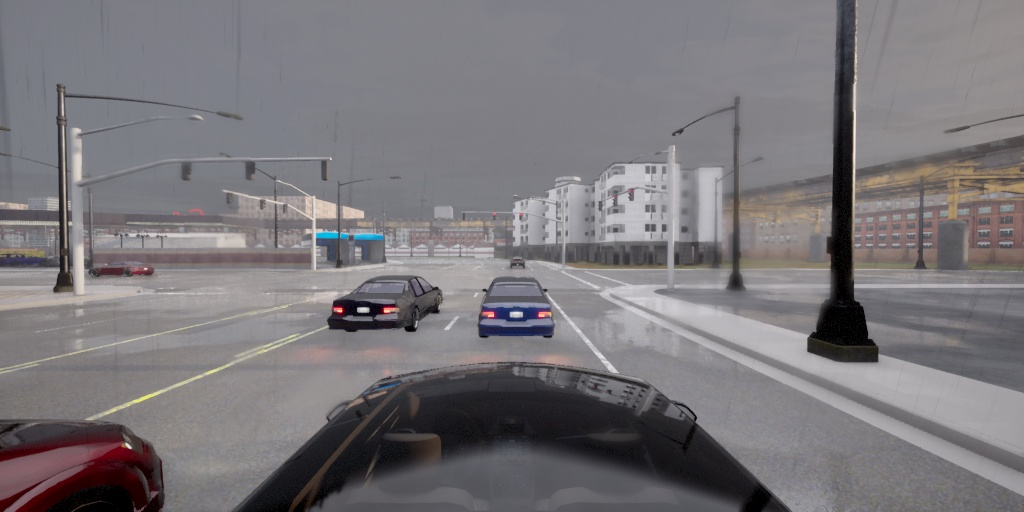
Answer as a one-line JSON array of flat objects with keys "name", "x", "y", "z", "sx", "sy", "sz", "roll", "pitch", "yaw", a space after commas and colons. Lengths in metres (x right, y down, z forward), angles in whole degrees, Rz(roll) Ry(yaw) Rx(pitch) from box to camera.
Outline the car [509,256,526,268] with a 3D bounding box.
[{"name": "car", "x": 0.707, "y": 0.771, "z": 46.128, "sx": 1.837, "sy": 1.490, "sz": 4.892, "roll": 0, "pitch": 1, "yaw": 0}]

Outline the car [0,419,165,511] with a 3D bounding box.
[{"name": "car", "x": -3.395, "y": 1.314, "z": 0.719, "sx": 1.994, "sy": 1.385, "sz": 4.181, "roll": 0, "pitch": 0, "yaw": 0}]

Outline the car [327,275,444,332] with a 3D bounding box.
[{"name": "car", "x": -3.406, "y": 1.274, "z": 10.716, "sx": 2.033, "sy": 1.411, "sz": 5.357, "roll": 0, "pitch": 0, "yaw": 0}]

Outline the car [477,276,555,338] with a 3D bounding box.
[{"name": "car", "x": 0.090, "y": 1.279, "z": 10.114, "sx": 2.033, "sy": 1.411, "sz": 5.357, "roll": 0, "pitch": 0, "yaw": 0}]

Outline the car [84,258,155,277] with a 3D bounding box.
[{"name": "car", "x": -33.688, "y": 1.084, "z": 30.964, "sx": 4.181, "sy": 1.385, "sz": 1.994, "roll": 0, "pitch": 1, "yaw": -1}]
